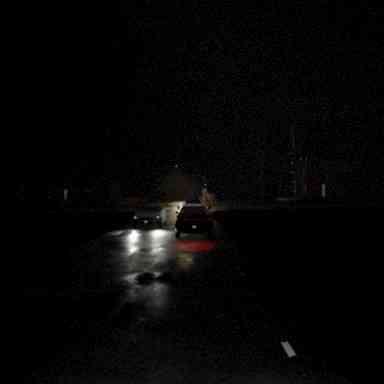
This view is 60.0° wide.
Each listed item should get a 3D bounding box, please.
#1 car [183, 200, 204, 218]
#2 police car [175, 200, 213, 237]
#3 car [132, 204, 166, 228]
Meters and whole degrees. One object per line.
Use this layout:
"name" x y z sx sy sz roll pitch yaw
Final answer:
"car" 0.091 1.508 31.537 1.837 1.490 4.892 0 0 0
"police car" 0.101 1.409 18.102 1.930 1.638 5.238 0 0 0
"car" -2.752 1.517 22.200 1.812 1.442 4.674 0 0 0
